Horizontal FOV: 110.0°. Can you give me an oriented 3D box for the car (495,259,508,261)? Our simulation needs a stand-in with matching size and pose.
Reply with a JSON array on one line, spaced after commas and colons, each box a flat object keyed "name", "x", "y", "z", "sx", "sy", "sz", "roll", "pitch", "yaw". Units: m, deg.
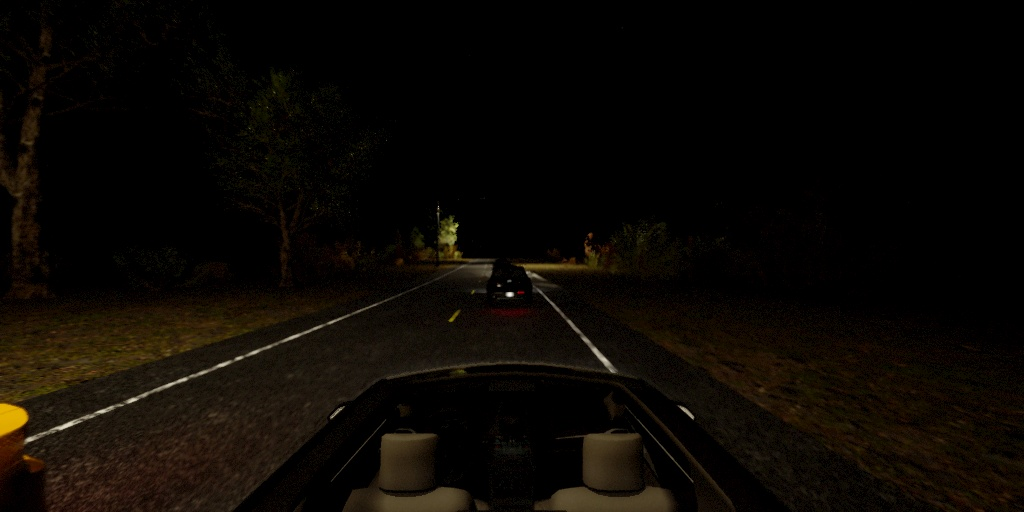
[{"name": "car", "x": -1.030, "y": 1.025, "z": 35.572, "sx": 1.812, "sy": 1.442, "sz": 4.674, "roll": 0, "pitch": 0, "yaw": -3}]

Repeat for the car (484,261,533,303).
[{"name": "car", "x": -0.142, "y": 1.153, "z": 15.872, "sx": 1.837, "sy": 1.490, "sz": 4.892, "roll": 0, "pitch": 1, "yaw": -1}]
